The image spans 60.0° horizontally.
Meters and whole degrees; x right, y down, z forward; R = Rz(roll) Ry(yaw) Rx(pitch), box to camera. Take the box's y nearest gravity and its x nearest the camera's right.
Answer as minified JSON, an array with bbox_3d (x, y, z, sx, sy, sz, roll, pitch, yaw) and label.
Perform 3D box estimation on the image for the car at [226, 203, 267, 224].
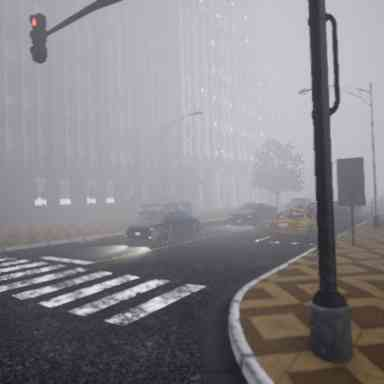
[{"bbox_3d":[4.746,1.565,24.838,2.033,1.411,5.357,-3,-1,35],"label":"car"}]

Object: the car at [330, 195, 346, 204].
[{"bbox_3d":[27.107,1.370,61.638,1.967,1.590,4.097,-2,-1,35],"label":"car"}]

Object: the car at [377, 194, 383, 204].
[{"bbox_3d":[30.542,1.078,52.489,1.967,1.590,4.097,-2,-1,35],"label":"car"}]

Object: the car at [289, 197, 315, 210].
[{"bbox_3d":[14.349,1.463,43.255,1.967,1.590,4.097,-2,-1,35],"label":"car"}]

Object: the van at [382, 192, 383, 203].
[{"bbox_3d":[33.751,0.956,57.059,1.690,1.788,3.998,-2,-1,35],"label":"van"}]

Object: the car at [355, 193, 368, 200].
[{"bbox_3d":[43.050,1.140,84.619,2.192,1.841,5.009,-2,-1,35],"label":"car"}]

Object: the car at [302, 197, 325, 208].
[{"bbox_3d":[17.542,1.544,47.849,1.887,1.381,4.507,-2,-1,35],"label":"car"}]

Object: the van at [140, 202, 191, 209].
[{"bbox_3d":[-1.599,1.497,20.278,1.690,1.788,3.998,-2,-1,35],"label":"van"}]

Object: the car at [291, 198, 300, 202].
[{"bbox_3d":[10.878,1.456,33.661,2.128,1.511,4.902,-3,-1,35],"label":"car"}]

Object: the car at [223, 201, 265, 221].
[{"bbox_3d":[4.688,1.627,29.327,1.752,1.417,4.829,-2,-1,35],"label":"car"}]

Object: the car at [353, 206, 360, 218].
[{"bbox_3d":[11.428,1.369,24.970,1.802,1.307,4.206,-2,-1,35],"label":"car"}]

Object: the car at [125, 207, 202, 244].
[{"bbox_3d":[-1.267,1.634,16.178,1.994,1.385,4.181,-3,-1,35],"label":"car"}]

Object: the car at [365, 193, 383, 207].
[{"bbox_3d":[24.268,1.210,43.455,1.752,1.417,4.829,-2,-1,35],"label":"car"}]

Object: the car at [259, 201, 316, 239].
[{"bbox_3d":[5.155,1.366,15.934,1.752,1.417,4.829,-2,-1,35],"label":"car"}]

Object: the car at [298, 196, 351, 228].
[{"bbox_3d":[8.240,1.254,20.384,1.967,1.590,4.097,-2,-1,35],"label":"car"}]
